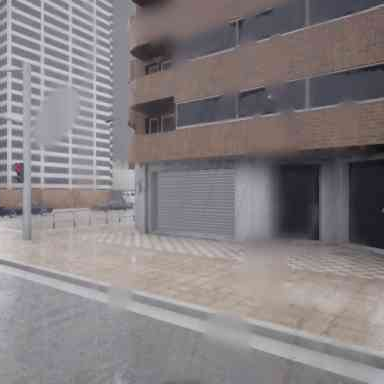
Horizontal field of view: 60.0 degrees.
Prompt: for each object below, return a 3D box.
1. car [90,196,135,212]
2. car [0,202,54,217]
[{"bbox_3d":[-9.403,1.547,39.434,2.033,1.411,5.357,0,0,36],"label":"car"},{"bbox_3d":[-15.559,1.601,30.977,1.895,1.301,4.718,0,0,36],"label":"car"}]
